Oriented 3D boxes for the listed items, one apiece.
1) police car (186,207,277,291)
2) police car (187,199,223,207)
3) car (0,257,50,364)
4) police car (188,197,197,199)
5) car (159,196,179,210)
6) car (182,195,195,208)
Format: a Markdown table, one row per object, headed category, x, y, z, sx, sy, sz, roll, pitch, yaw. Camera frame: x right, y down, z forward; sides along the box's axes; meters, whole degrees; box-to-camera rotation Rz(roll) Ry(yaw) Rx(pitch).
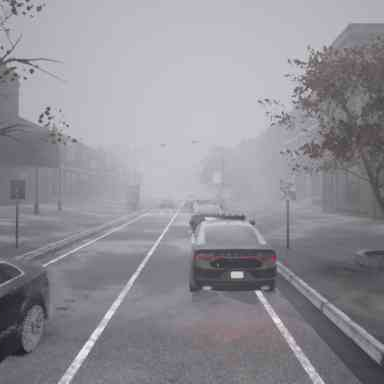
| category | x | y | z | sx | sy | sz | roll | pitch | yaw |
| --- | --- | --- | --- | --- | --- | --- | --- | --- | --- |
| police car | 0.879 | 1.426 | 9.116 | 1.930 | 1.638 | 5.238 | 0 | 0 | 0 |
| police car | 0.853 | 1.427 | 19.117 | 1.930 | 1.638 | 5.238 | 0 | 0 | 0 |
| car | -3.105 | 1.492 | 3.243 | 2.128 | 1.511 | 4.902 | 0 | 0 | 0 |
| police car | 0.838 | 1.427 | 25.117 | 1.930 | 1.638 | 5.238 | 0 | 0 | 0 |
| car | -3.207 | 1.539 | 43.163 | 2.033 | 1.411 | 5.357 | 0 | 0 | 0 |
| car | -0.101 | 1.505 | 46.698 | 1.812 | 1.442 | 4.674 | 0 | 0 | 0 |
